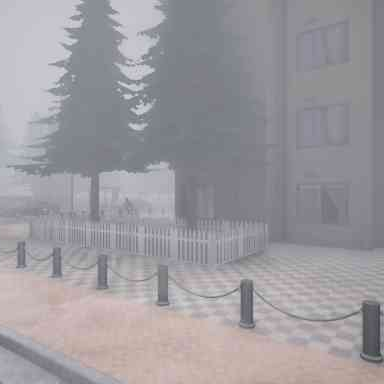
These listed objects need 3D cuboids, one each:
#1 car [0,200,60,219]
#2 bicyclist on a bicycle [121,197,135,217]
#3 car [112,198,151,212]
[{"bbox_3d":[-13.994,1.476,28.913,2.128,1.511,4.902,0,0,37],"label":"car"},{"bbox_3d":[-5.388,1.285,27.873,1.656,1.620,0.582,0,0,37],"label":"bicyclist on a bicycle"},{"bbox_3d":[-6.898,1.462,38.247,1.882,1.535,5.008,0,0,37],"label":"car"}]
